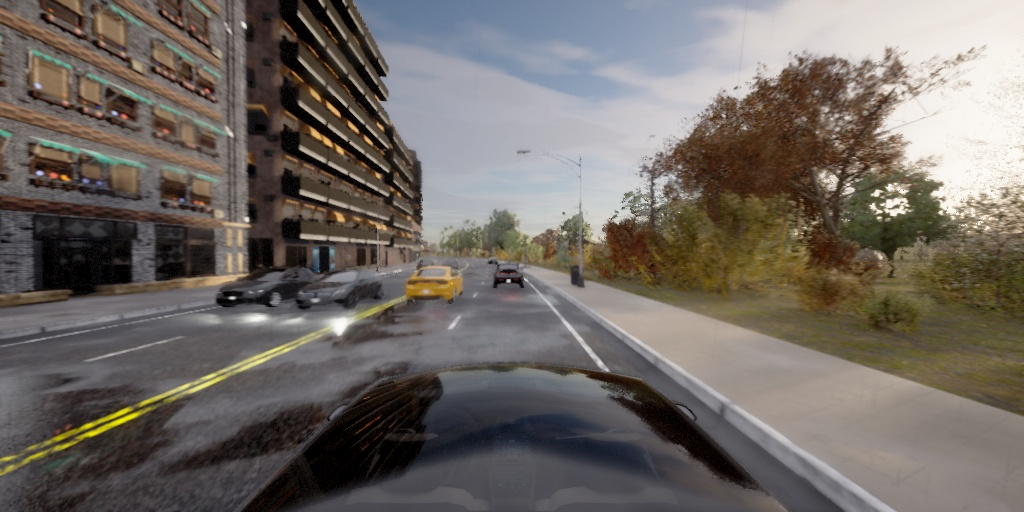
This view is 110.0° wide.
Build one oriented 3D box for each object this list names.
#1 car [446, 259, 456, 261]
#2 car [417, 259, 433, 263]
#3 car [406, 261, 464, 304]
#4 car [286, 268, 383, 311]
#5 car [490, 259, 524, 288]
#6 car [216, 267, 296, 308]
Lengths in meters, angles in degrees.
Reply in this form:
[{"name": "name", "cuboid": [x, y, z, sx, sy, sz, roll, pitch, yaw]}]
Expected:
[{"name": "car", "cuboid": [-8.212, 1.140, 48.353, 1.994, 1.385, 4.181, 0, 0, -4]}, {"name": "car", "cuboid": [-11.422, 1.101, 47.655, 1.837, 1.490, 4.892, 0, 0, -4]}, {"name": "car", "cuboid": [-3.333, 1.180, 16.195, 1.882, 1.535, 5.008, 0, 1, -1]}, {"name": "car", "cuboid": [-6.692, 1.251, 14.510, 1.812, 1.442, 4.674, 0, 0, 0]}, {"name": "car", "cuboid": [-0.266, 1.165, 23.124, 1.837, 1.490, 4.892, 0, 1, -2]}, {"name": "car", "cuboid": [-9.948, 1.244, 15.142, 1.837, 1.490, 4.892, 0, 0, -1]}]
